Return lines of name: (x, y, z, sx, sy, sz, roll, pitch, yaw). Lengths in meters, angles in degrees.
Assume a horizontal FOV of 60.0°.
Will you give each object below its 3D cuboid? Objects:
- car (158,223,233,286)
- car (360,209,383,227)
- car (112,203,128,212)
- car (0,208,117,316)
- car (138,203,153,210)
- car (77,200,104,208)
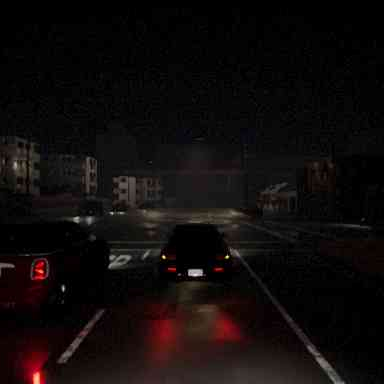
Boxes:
car: (0.091, 1.629, 9.623, 1.812, 1.442, 4.674, 0, 0, 0)
car: (16.030, 1.946, 26.448, 4.892, 1.490, 1.837, 0, -1, 1)
car: (-12.664, 2.734, 58.416, 1.882, 1.535, 5.008, 0, -1, 4)
car: (-3.427, 1.434, 7.858, 2.097, 1.767, 4.553, 0, -1, 0)
car: (-10.129, 3.124, 72.838, 1.837, 1.490, 4.892, 0, -2, 18)
car: (-13.498, 2.121, 44.361, 2.150, 2.045, 5.566, 0, -2, 3)
